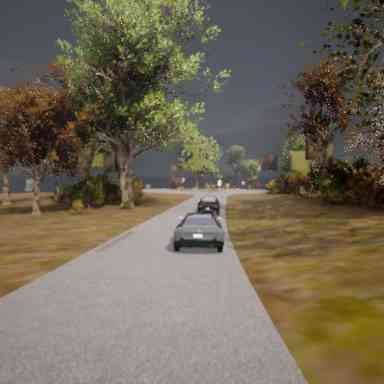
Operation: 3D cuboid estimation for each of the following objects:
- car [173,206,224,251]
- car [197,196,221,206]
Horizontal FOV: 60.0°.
[{"bbox_3d":[0.333,1.541,14.119,1.994,1.385,4.181,0,1,3],"label":"car"},{"bbox_3d":[1.514,1.098,29.138,1.882,1.535,5.008,0,2,6],"label":"car"}]
